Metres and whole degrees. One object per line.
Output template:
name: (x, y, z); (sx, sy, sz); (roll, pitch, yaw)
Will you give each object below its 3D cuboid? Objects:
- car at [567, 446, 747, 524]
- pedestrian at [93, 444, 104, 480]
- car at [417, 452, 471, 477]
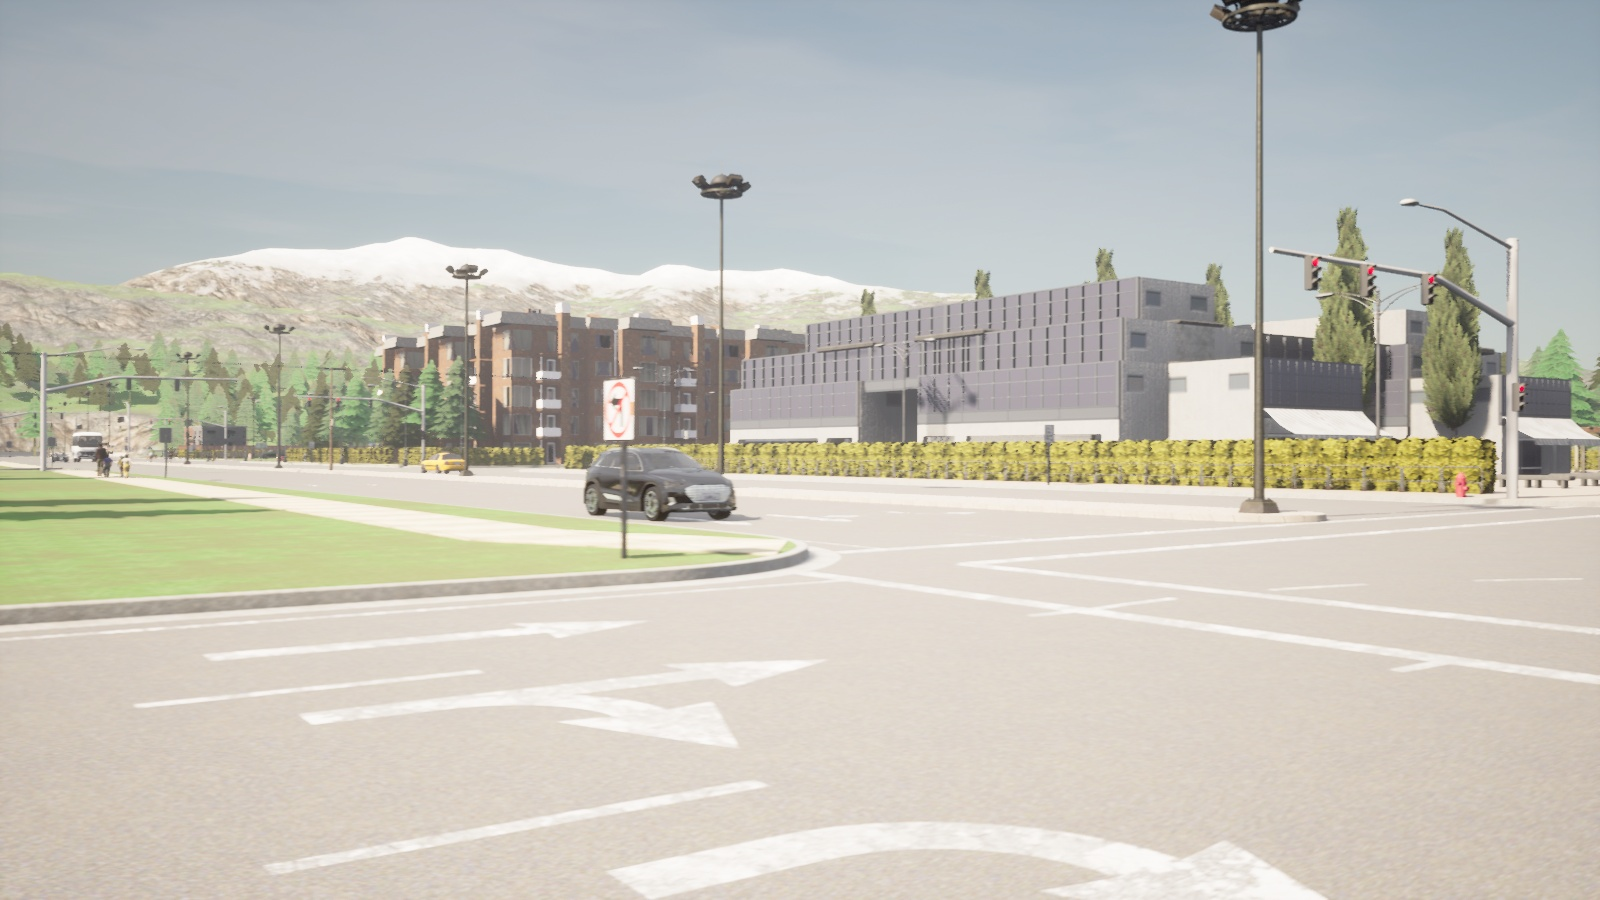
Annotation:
car: (-3.405, 0.753, 28.985); (2.033, 1.649, 4.856); (0, 0, -36)
pedestrian: (-36.758, 0.623, 65.786); (0.431, 1.840, 0.703); (0, 0, -35)
car: (-23.754, 0.939, 83.710); (1.801, 1.575, 5.366); (0, 0, -35)
